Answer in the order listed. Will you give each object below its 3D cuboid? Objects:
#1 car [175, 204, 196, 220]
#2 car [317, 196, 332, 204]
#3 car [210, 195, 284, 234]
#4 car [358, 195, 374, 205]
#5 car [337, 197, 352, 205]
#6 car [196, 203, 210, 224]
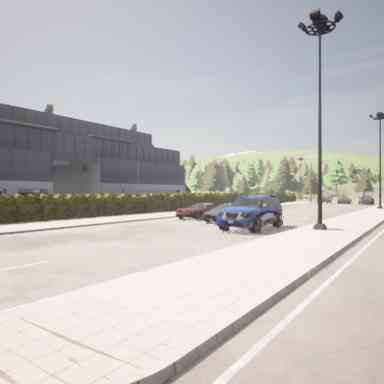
[{"bbox_3d":[0.659,1.596,27.667,1.895,1.301,4.718,0,0,35],"label":"car"},{"bbox_3d":[24.775,1.460,62.191,1.994,1.385,4.181,0,0,35],"label":"car"},{"bbox_3d":[3.610,1.218,19.678,2.150,2.045,5.566,0,0,35],"label":"car"},{"bbox_3d":[30.522,1.340,58.195,2.097,1.767,4.553,0,0,35],"label":"car"},{"bbox_3d":[27.655,1.597,60.202,1.994,1.385,4.181,0,0,35],"label":"car"},{"bbox_3d":[2.788,1.543,24.609,2.033,1.411,5.357,0,0,35],"label":"car"}]
